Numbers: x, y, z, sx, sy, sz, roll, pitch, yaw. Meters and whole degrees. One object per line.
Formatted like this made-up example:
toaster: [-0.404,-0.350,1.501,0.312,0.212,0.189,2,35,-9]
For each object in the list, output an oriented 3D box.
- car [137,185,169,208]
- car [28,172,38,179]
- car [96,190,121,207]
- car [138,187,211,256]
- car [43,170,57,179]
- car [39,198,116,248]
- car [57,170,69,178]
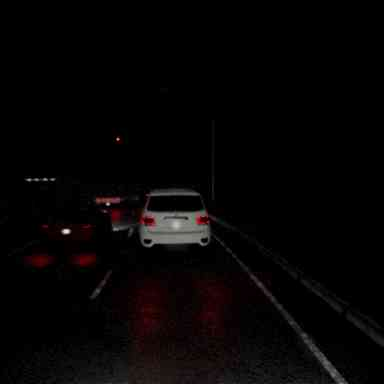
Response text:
car: [-3.386,0.288,27.748,2.128,1.511,4.902,-1,4,-13]
car: [-38.082,-3.957,79.504,1.882,1.535,5.008,-3,5,-29]
car: [-6.796,0.456,27.062,1.895,1.301,4.718,-1,4,-13]
car: [-0.673,0.871,11.854,2.150,2.045,5.566,0,2,-5]
car: [-35.004,-4.347,81.144,2.150,2.045,5.566,-3,5,-29]
car: [-4.340,1.190,12.934,1.994,1.385,4.181,-1,2,-6]
car: [-34.986,-4.929,88.323,2.150,2.045,5.566,-3,5,-29]
